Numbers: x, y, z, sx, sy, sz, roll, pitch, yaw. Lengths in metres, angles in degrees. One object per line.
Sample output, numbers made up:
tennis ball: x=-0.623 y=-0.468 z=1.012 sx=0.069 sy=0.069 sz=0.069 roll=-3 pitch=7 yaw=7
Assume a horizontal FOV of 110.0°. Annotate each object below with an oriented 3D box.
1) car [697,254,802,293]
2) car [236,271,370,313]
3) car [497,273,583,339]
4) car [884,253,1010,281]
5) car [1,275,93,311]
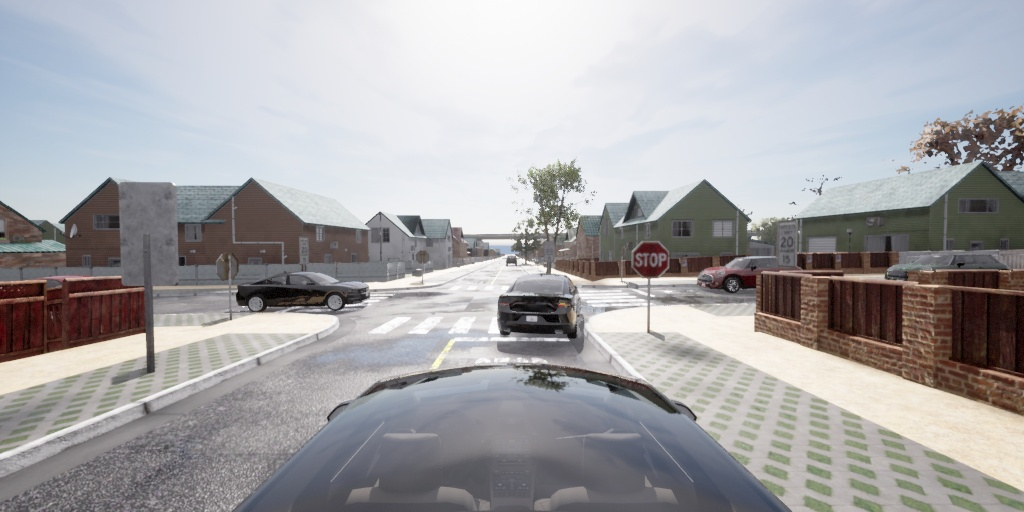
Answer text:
car: x=11.788 y=0.820 z=17.893 sx=4.553 sy=1.767 sz=2.097 roll=-1 pitch=2 yaw=0
car: x=-8.484 y=1.376 z=14.786 sx=5.008 sy=1.535 sz=1.882 roll=-1 pitch=2 yaw=0
car: x=0.948 y=1.224 z=10.270 sx=1.882 sy=1.535 sz=5.008 roll=0 pitch=0 yaw=12
car: x=21.683 y=0.645 z=17.976 sx=4.553 sy=1.767 sz=2.097 roll=-1 pitch=2 yaw=0
car: x=-18.036 y=1.546 z=14.712 sx=5.008 sy=1.535 sz=1.882 roll=-1 pitch=2 yaw=0
